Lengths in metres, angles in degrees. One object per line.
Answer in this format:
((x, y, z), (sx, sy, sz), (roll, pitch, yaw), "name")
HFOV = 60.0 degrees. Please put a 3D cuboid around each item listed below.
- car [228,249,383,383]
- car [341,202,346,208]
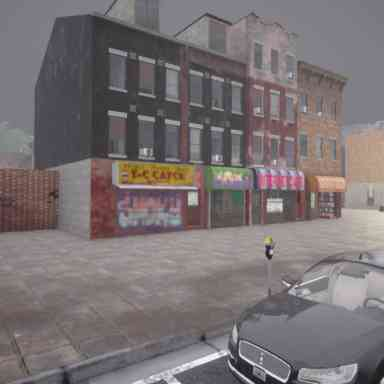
((2.444, 1.553, 4.541), (4.403, 1.369, 2.008), (0, 0, -35), "car")
((16.807, 1.476, 42.168), (1.895, 1.301, 4.718), (0, 0, -36), "car")
